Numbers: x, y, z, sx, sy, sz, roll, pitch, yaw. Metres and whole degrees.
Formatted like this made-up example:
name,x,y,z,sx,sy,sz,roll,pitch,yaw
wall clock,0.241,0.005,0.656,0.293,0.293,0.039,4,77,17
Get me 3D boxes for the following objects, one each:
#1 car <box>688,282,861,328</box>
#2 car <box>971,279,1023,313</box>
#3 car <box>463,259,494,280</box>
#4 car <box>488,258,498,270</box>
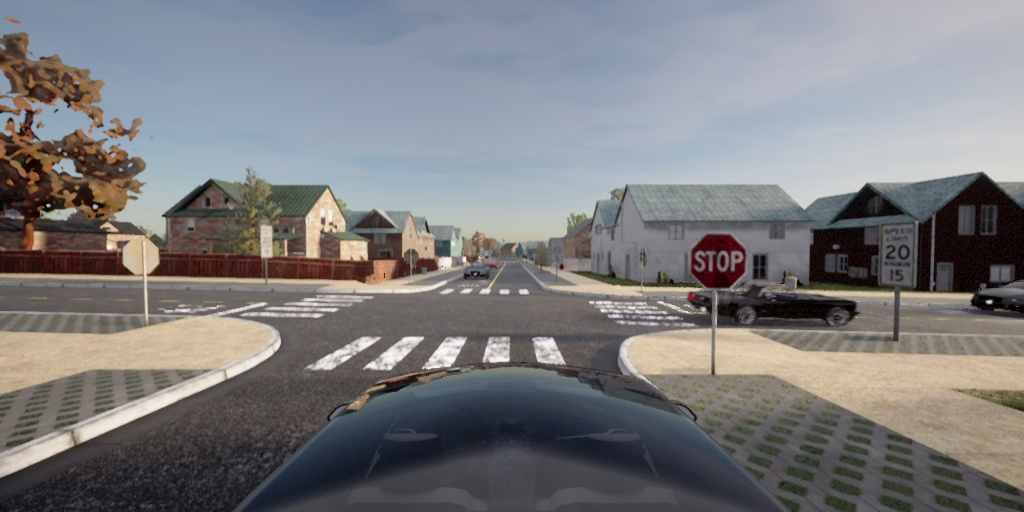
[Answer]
name,x,y,z,sx,sy,sz,roll,pitch,yaw
car,8.706,1.553,12.114,4.718,1.301,1.895,1,1,0
car,21.822,1.671,14.526,4.892,1.490,1.837,1,2,1
car,-2.871,1.211,30.009,1.994,1.385,4.181,0,0,0
car,-2.874,1.051,48.332,1.882,1.535,5.008,0,0,0
